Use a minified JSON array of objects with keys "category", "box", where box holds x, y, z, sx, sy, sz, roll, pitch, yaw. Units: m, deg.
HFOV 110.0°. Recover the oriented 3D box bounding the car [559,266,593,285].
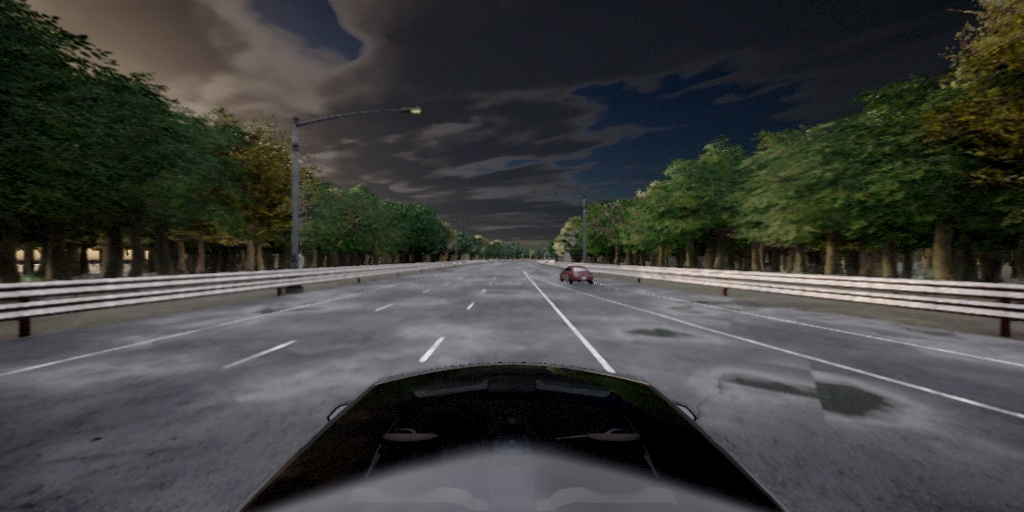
[{"category":"car","box":[5.103,1.494,28.759,1.812,1.442,4.674,0,0,-5]}]
